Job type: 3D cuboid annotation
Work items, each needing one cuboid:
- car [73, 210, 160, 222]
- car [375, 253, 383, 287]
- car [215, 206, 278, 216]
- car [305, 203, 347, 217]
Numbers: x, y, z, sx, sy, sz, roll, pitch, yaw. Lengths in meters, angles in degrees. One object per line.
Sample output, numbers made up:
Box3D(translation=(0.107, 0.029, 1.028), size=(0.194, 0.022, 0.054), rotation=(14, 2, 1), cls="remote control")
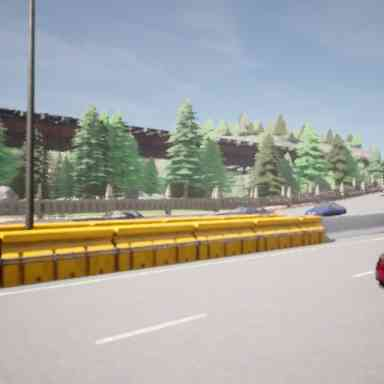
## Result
Box3D(translation=(-4.083, 1.677, 18.238), size=(4.718, 1.301, 1.895), rotation=(1, 0, -35), cls="car")
Box3D(translation=(6.451, 1.670, 8.346), size=(4.181, 1.385, 1.994), rotation=(1, 0, -36), cls="car")
Box3D(translation=(3.991, 1.728, 23.923), size=(5.357, 1.411, 2.033), rotation=(1, 0, -36), cls="car")
Box3D(translation=(12.057, 1.696, 29.739), size=(4.674, 1.442, 1.812), rotation=(-1, 1, -36), cls="car")
